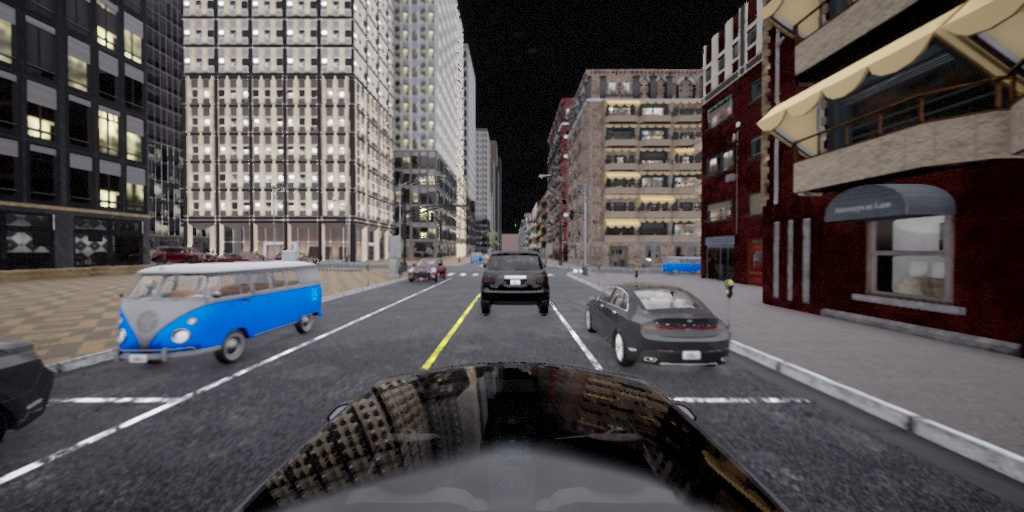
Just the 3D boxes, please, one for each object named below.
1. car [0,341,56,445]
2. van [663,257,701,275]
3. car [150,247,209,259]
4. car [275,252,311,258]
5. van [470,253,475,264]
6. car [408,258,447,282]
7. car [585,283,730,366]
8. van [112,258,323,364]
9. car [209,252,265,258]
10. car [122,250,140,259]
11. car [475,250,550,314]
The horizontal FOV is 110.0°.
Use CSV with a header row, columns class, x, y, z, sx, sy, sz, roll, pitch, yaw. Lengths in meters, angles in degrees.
class,x,y,z,sx,sy,sz,roll,pitch,yaw
car,-5.690,1.298,1.912,2.007,1.370,4.403,0,0,0
van,16.914,0.989,35.224,3.998,1.789,1.690,0,0,0
car,-32.294,0.017,35.238,5.009,1.841,2.192,0,0,0
car,-21.146,0.355,35.266,4.097,1.591,1.967,0,0,0
van,-5.688,0.335,56.975,1.690,1.789,3.998,0,0,0
car,-5.689,0.874,24.504,1.967,1.591,4.097,0,0,0
car,2.691,1.219,7.559,2.007,1.370,4.403,0,0,0
van,-5.689,1.009,7.560,1.690,1.789,3.998,0,0,0
car,-26.720,0.391,35.252,4.207,1.307,1.802,0,0,0
car,-43.698,-0.115,43.590,4.829,1.417,1.751,0,0,0
car,0.099,0.814,13.018,2.150,2.045,5.566,0,1,0
